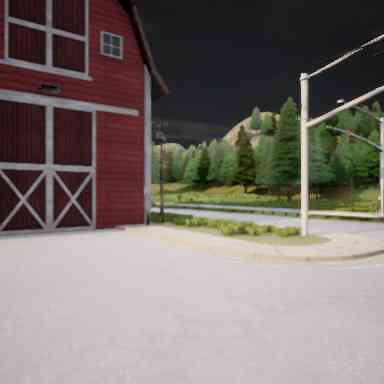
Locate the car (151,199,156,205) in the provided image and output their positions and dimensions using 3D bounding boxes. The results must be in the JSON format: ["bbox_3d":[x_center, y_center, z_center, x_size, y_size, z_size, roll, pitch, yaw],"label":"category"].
[{"bbox_3d":[-7.209,1.651,50.981,1.812,1.442,4.674,0,0,-34],"label":"car"}]
